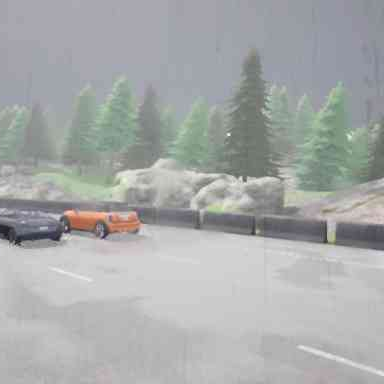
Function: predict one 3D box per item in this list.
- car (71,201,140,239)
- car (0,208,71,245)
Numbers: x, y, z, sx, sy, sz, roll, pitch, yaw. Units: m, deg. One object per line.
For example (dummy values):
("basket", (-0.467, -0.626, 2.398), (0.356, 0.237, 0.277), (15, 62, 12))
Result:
("car", (-4.760, 1.232, 16.867), (4.553, 1.767, 2.097), (1, 0, 39))
("car", (-7.472, 1.387, 14.561), (4.181, 1.385, 1.994), (1, 0, 39))
